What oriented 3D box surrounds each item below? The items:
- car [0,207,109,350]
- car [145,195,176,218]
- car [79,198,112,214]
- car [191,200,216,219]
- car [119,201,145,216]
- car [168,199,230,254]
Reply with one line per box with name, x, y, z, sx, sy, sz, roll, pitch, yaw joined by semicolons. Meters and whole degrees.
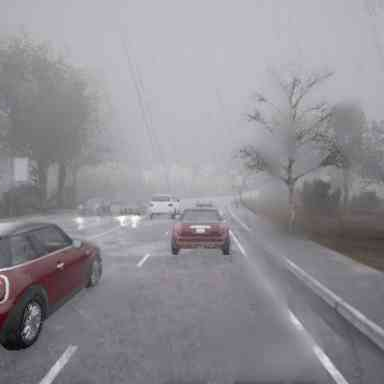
car;-3.312;1.354;6.420;2.097;1.767;4.553;0;0;1
car;-2.401;1.240;29.942;2.150;2.045;5.566;0;0;4
car;-9.430;1.368;32.566;2.097;1.767;4.553;0;0;4
car;1.170;1.513;30.854;2.128;1.511;4.902;0;0;4
car;-5.881;1.582;33.165;1.994;1.385;4.181;0;0;4
car;0.360;1.361;13.722;2.097;1.767;4.553;0;0;2
